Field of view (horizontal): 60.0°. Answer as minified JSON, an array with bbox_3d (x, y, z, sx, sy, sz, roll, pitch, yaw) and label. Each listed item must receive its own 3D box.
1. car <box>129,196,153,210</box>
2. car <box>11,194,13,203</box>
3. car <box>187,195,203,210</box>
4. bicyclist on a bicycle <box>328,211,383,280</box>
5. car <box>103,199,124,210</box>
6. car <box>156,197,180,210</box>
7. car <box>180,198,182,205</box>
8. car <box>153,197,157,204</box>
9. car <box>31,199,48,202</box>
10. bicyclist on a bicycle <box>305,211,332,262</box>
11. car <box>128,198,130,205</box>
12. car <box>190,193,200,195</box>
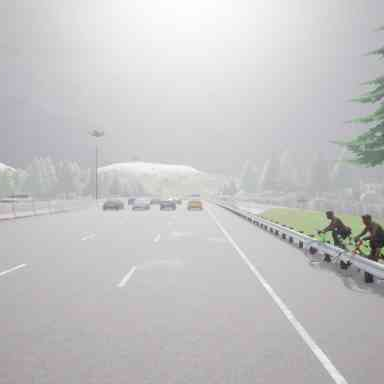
[{"bbox_3d":[-6.612,1.536,43.570,1.812,1.442,4.674,0,0,-1],"label":"car"},{"bbox_3d":[-24.284,1.233,45.838,2.150,2.045,5.566,0,0,0],"label":"car"},{"bbox_3d":[0.399,1.488,43.845,1.882,1.535,5.008,0,0,0],"label":"car"},{"bbox_3d":[4.486,1.398,8.389,1.656,1.620,0.582,6,0,1],"label":"bicyclist on a bicycle"},{"bbox_3d":[-10.107,1.574,43.067,1.994,1.385,4.181,0,0,0],"label":"car"},{"bbox_3d":[-3.099,1.502,43.940,2.128,1.511,4.902,0,0,0],"label":"car"},{"bbox_3d":[-2.960,1.611,61.786,1.994,1.385,4.181,0,0,1],"label":"car"},{"bbox_3d":[-6.472,1.602,60.326,1.994,1.385,4.181,0,0,1],"label":"car"},{"bbox_3d":[-20.788,1.537,45.424,1.812,1.442,4.674,0,0,0],"label":"car"},{"bbox_3d":[4.375,1.417,10.277,1.656,1.620,0.582,4,1,15],"label":"bicyclist on a bicycle"},{"bbox_3d":[-9.985,1.508,58.665,1.882,1.535,5.008,0,0,0],"label":"car"},{"bbox_3d":[0.510,1.251,58.102,2.150,2.045,5.566,0,0,0],"label":"car"}]
